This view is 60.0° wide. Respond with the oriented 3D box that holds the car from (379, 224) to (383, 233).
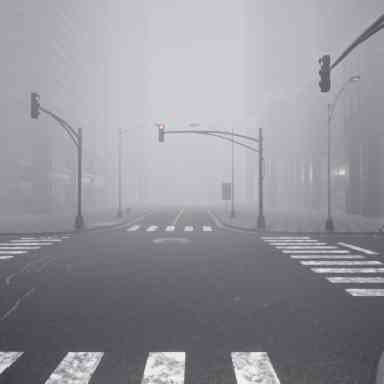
[{"bbox_3d":[11.760,1.564,16.189,4.829,1.417,1.752,0,-1,0],"label":"car"}]
